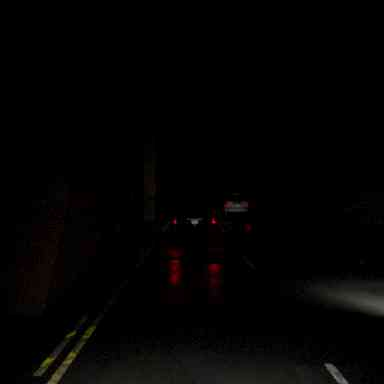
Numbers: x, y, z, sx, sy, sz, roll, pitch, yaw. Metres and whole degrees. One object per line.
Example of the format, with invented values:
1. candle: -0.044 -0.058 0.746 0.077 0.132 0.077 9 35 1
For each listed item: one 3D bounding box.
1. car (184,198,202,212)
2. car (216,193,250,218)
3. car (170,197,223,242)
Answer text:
1. car: 0.135 1.408 36.776 1.895 1.301 4.718 0 0 0
2. car: 3.535 1.075 28.329 2.150 2.045 5.566 0 1 1
3. car: 0.114 1.269 15.877 2.097 1.767 4.553 0 0 0
